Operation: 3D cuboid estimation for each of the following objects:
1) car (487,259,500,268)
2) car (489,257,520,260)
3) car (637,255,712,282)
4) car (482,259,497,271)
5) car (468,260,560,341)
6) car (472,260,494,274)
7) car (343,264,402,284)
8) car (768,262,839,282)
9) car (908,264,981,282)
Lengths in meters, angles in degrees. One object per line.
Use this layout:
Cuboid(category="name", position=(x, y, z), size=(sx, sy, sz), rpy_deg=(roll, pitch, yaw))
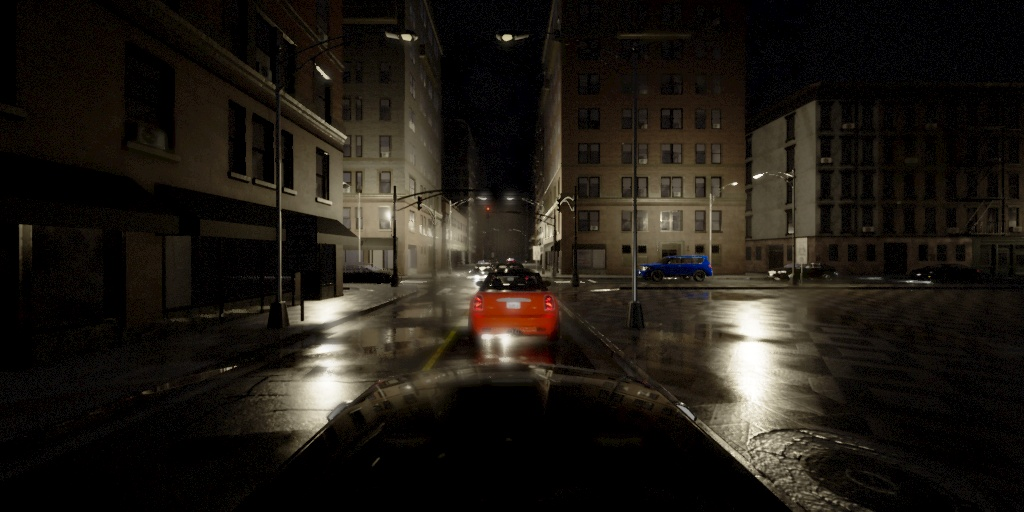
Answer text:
Cuboid(category="car", position=(-3.273, 1.292, 64.497), size=(2.033, 1.411, 5.357), rpy_deg=(0, 0, 0))
Cuboid(category="car", position=(-0.185, 1.100, 18.901), size=(2.097, 1.767, 4.553), rpy_deg=(0, 0, -3))
Cuboid(category="car", position=(12.957, 0.974, 28.662), size=(5.566, 2.045, 2.150), rpy_deg=(0, 0, -1))
Cuboid(category="car", position=(-3.247, 1.250, 51.542), size=(1.837, 1.490, 4.892), rpy_deg=(0, 0, 0))
Cuboid(category="car", position=(0.046, 1.101, 9.980), size=(2.097, 1.767, 4.553), rpy_deg=(0, 0, 0))
Cuboid(category="car", position=(-3.229, 1.237, 41.295), size=(2.128, 1.511, 4.902), rpy_deg=(0, 0, 0))
Cuboid(category="car", position=(-10.572, 1.296, 25.101), size=(5.357, 1.411, 2.033), rpy_deg=(0, 0, 1))
Cuboid(category="car", position=(23.252, 1.246, 28.770), size=(4.902, 1.511, 2.128), rpy_deg=(0, 0, -1))
Cuboid(category="car", position=(34.751, 1.319, 28.870), size=(4.181, 1.385, 1.994), rpy_deg=(0, 0, 0))
